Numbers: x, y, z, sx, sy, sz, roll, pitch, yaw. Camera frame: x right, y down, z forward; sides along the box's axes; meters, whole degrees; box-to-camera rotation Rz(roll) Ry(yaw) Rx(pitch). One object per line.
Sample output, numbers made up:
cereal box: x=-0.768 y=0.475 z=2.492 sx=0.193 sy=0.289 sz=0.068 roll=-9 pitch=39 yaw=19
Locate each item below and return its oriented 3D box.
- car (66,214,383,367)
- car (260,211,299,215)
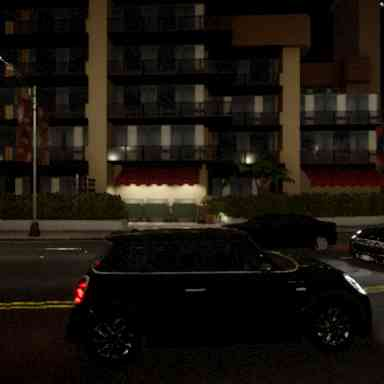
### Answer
car: x=0.454 y=1.381 z=5.490 sx=4.553 sy=1.767 sz=2.097 roll=0 pitch=0 yaw=-7
car: x=3.285 y=1.546 z=13.252 sx=5.008 sy=1.535 sz=1.882 roll=0 pitch=0 yaw=-13
